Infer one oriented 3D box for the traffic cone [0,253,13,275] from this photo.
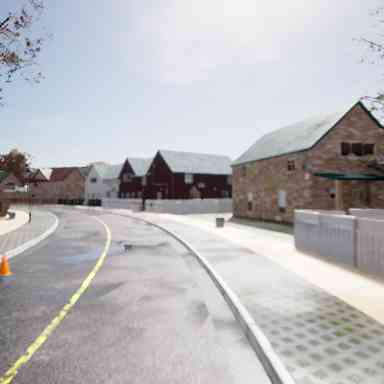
[{"bbox_3d":[-5.289,2.023,9.391,0.340,0.580,0.340,0,0,-8],"label":"traffic cone"}]
